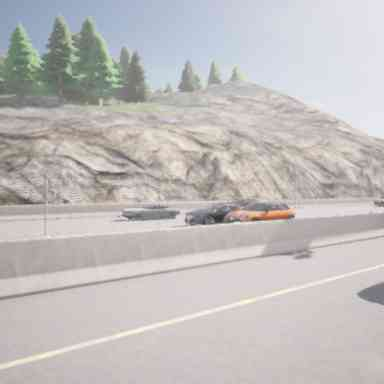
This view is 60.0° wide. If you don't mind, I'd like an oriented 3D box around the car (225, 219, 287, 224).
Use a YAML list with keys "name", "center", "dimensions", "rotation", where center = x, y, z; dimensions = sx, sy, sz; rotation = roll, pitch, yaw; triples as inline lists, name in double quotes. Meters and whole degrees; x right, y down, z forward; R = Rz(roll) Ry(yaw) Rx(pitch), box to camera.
- name: "car"
  center: [4.041, 1.357, 19.771]
  dimensions: [4.553, 1.767, 2.097]
  rotation: [0, 0, -35]

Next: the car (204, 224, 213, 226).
- name: "car"
  center: [1.790, 1.496, 22.464]
  dimensions: [4.902, 1.511, 2.128]
  rotation: [0, 0, -35]
